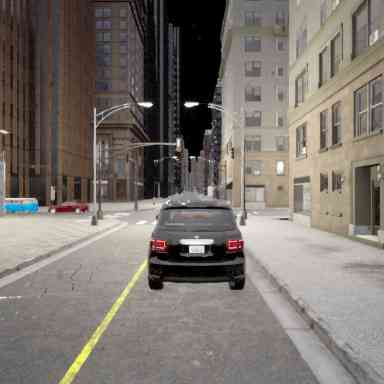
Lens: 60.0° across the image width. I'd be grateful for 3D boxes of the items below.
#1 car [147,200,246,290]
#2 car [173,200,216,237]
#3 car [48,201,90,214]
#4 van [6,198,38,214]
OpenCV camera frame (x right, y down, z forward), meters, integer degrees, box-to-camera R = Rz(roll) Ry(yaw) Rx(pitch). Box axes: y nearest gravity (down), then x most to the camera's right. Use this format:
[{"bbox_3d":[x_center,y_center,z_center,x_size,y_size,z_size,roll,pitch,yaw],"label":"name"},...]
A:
[{"bbox_3d":[0.117,1.223,9.223,2.150,2.045,5.566,0,0,1],"label":"car"},{"bbox_3d":[0.131,1.357,18.672,2.097,1.767,4.553,0,0,0],"label":"car"},{"bbox_3d":[-13.908,1.724,37.569,4.507,1.381,1.887,-1,0,0],"label":"car"},{"bbox_3d":[-19.534,1.588,37.599,3.998,1.788,1.690,-1,0,0],"label":"van"}]
